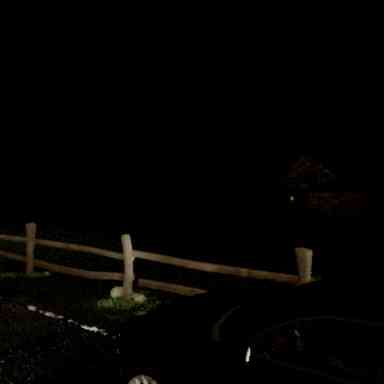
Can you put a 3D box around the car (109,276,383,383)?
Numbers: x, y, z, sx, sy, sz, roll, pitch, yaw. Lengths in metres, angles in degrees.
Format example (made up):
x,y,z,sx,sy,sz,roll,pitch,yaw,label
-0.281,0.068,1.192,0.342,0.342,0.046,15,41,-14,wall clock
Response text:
x,y,z,sx,sy,sz,roll,pitch,yaw,label
1.454,1.525,2.853,5.008,1.535,1.882,0,-1,34,car
